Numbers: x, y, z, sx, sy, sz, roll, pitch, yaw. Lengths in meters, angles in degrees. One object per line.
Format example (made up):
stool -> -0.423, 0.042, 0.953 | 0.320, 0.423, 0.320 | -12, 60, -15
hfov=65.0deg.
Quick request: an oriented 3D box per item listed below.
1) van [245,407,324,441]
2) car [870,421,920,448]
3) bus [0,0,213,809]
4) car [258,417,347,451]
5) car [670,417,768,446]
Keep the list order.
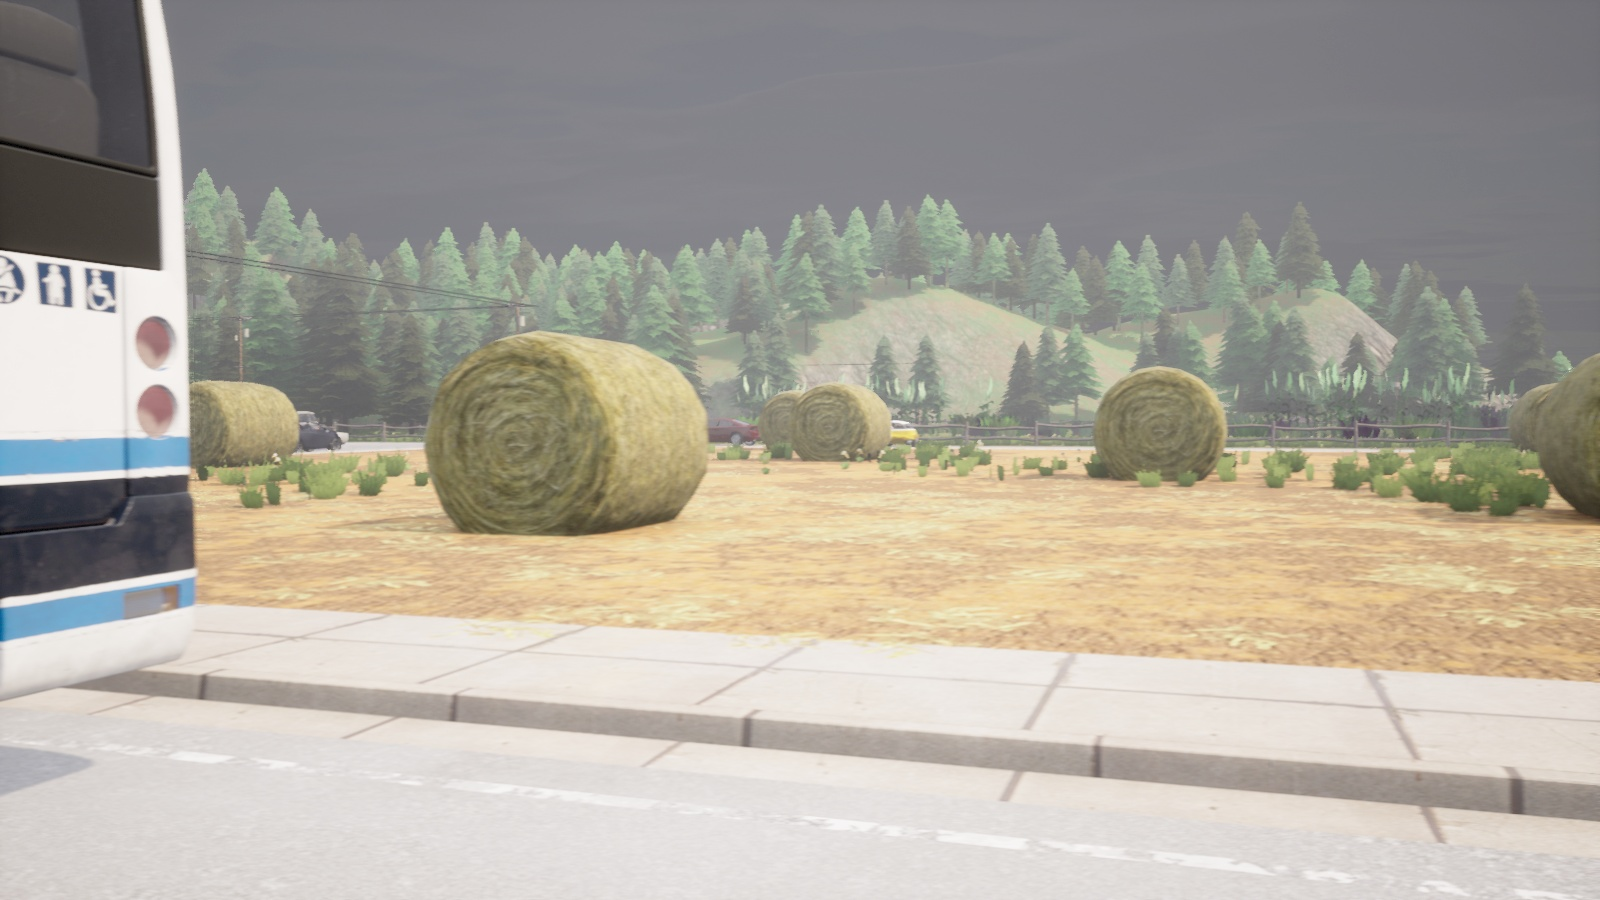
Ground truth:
van -> -31.136, -1.583, 75.899 | 4.442, 1.987, 1.775 | 1, 2, 22
car -> 4.908, -0.809, 64.892 | 2.207, 1.376, 1.481 | 1, 2, 22
bus -> -8.413, -0.698, 5.957 | 10.273, 4.253, 3.944 | 1, 2, 18
car -> -22.735, -0.748, 57.535 | 1.845, 1.501, 3.633 | 1, 2, 20
car -> -4.434, -1.035, 68.725 | 5.008, 1.535, 1.882 | 1, 2, 22
